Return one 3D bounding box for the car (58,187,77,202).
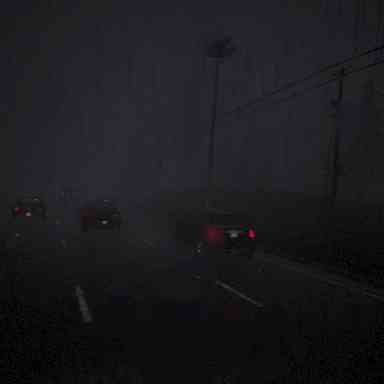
[{"bbox_3d":[-16.785,0.349,44.814,2.150,2.045,5.566,4,0,-24],"label":"car"}]

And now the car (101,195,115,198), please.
[{"bbox_3d":[-9.415,1.088,36.619,2.128,1.511,4.902,4,0,-24],"label":"car"}]

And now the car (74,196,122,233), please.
[{"bbox_3d":[-5.139,1.243,18.109,1.882,1.535,5.008,4,0,-24],"label":"car"}]

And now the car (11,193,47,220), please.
[{"bbox_3d":[-10.554,1.006,21.761,1.895,1.301,4.718,4,0,-24],"label":"car"}]

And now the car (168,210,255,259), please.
[{"bbox_3d":[0.627,1.496,13.638,2.097,1.767,4.553,4,0,-24],"label":"car"}]
